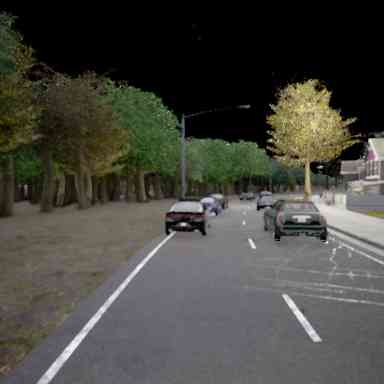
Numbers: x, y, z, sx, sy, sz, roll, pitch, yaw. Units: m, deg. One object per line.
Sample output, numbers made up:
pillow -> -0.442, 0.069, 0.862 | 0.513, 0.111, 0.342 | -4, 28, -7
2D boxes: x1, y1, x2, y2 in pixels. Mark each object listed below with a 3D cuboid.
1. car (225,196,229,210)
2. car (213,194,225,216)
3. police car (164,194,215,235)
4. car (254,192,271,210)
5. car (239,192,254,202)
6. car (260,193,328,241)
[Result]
car -> 2.479, 0.900, 32.399 | 1.882, 1.535, 5.008 | 0, 1, 12
car -> 1.323, 1.053, 26.541 | 1.812, 1.442, 4.674 | 0, 1, 10
police car -> -0.088, 1.128, 16.799 | 1.930, 1.638, 5.238 | 0, 1, 6
car -> 7.354, 0.988, 32.426 | 1.994, 1.385, 4.181 | 0, 1, 13
car -> 8.322, 0.713, 49.701 | 1.895, 1.301, 4.718 | 0, 1, 19
car -> 4.526, 1.088, 15.175 | 2.097, 1.767, 4.553 | 0, 1, 6
